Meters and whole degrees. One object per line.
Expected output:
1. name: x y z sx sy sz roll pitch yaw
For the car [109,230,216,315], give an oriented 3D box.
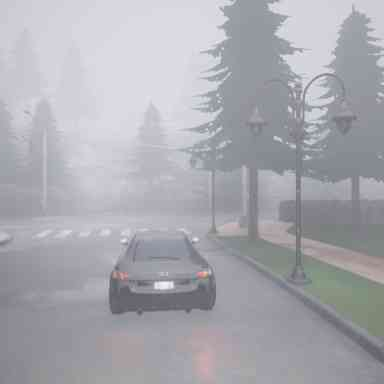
1. car: -0.724 1.563 7.670 1.994 1.385 4.181 0 0 -7
